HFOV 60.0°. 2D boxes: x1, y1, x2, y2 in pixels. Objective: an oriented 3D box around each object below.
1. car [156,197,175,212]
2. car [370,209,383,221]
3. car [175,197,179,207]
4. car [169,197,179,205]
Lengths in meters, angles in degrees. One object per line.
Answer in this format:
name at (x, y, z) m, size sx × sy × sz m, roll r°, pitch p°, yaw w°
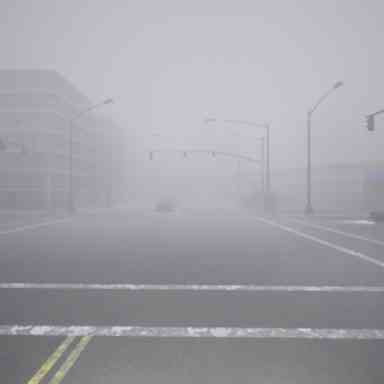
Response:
car at (-3.612, 1.695, 43.260) m, size 1.882 × 1.535 × 5.008 m, roll 0°, pitch 0°, yaw 0°
car at (16.395, 1.696, 26.241) m, size 4.181 × 1.385 × 1.994 m, roll 0°, pitch 0°, yaw 0°
car at (-3.607, 1.747, 53.517) m, size 1.882 × 1.535 × 5.008 m, roll 0°, pitch 0°, yaw 0°
car at (-3.544, 1.838, 66.587) m, size 1.837 × 1.490 × 4.892 m, roll 0°, pitch 0°, yaw 0°
